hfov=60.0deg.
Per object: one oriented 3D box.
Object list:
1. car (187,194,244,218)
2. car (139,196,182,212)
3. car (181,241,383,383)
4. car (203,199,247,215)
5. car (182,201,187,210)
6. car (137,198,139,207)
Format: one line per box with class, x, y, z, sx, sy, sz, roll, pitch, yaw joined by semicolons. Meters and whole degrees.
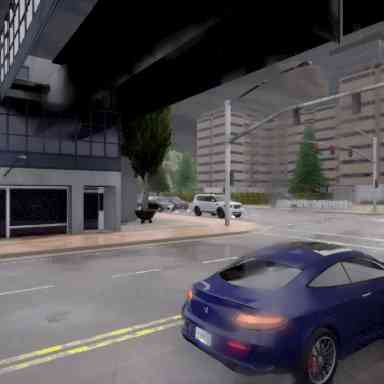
car;2.219;1.222;30.196;2.150;2.045;5.566;0;0;-36
car;-3.732;1.492;38.437;2.128;1.511;4.902;0;0;-36
car;2.014;1.526;5.234;4.674;1.442;1.812;0;0;-35
car;3.326;1.505;34.637;1.837;1.490;4.892;0;0;-36
car;-2.400;1.352;42.574;2.097;1.767;4.553;0;0;-36
car;-8.228;1.564;50.676;1.994;1.385;4.181;0;0;-36
